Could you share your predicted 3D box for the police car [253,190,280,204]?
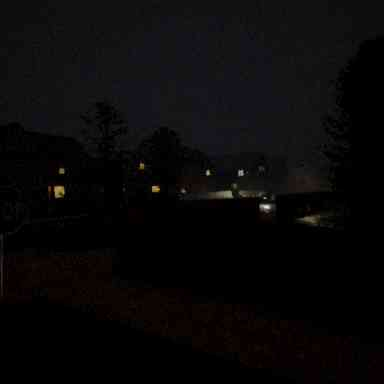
[{"bbox_3d":[8.558,0.594,38.418,2.038,1.542,4.974,-1,1,36],"label":"police car"}]
